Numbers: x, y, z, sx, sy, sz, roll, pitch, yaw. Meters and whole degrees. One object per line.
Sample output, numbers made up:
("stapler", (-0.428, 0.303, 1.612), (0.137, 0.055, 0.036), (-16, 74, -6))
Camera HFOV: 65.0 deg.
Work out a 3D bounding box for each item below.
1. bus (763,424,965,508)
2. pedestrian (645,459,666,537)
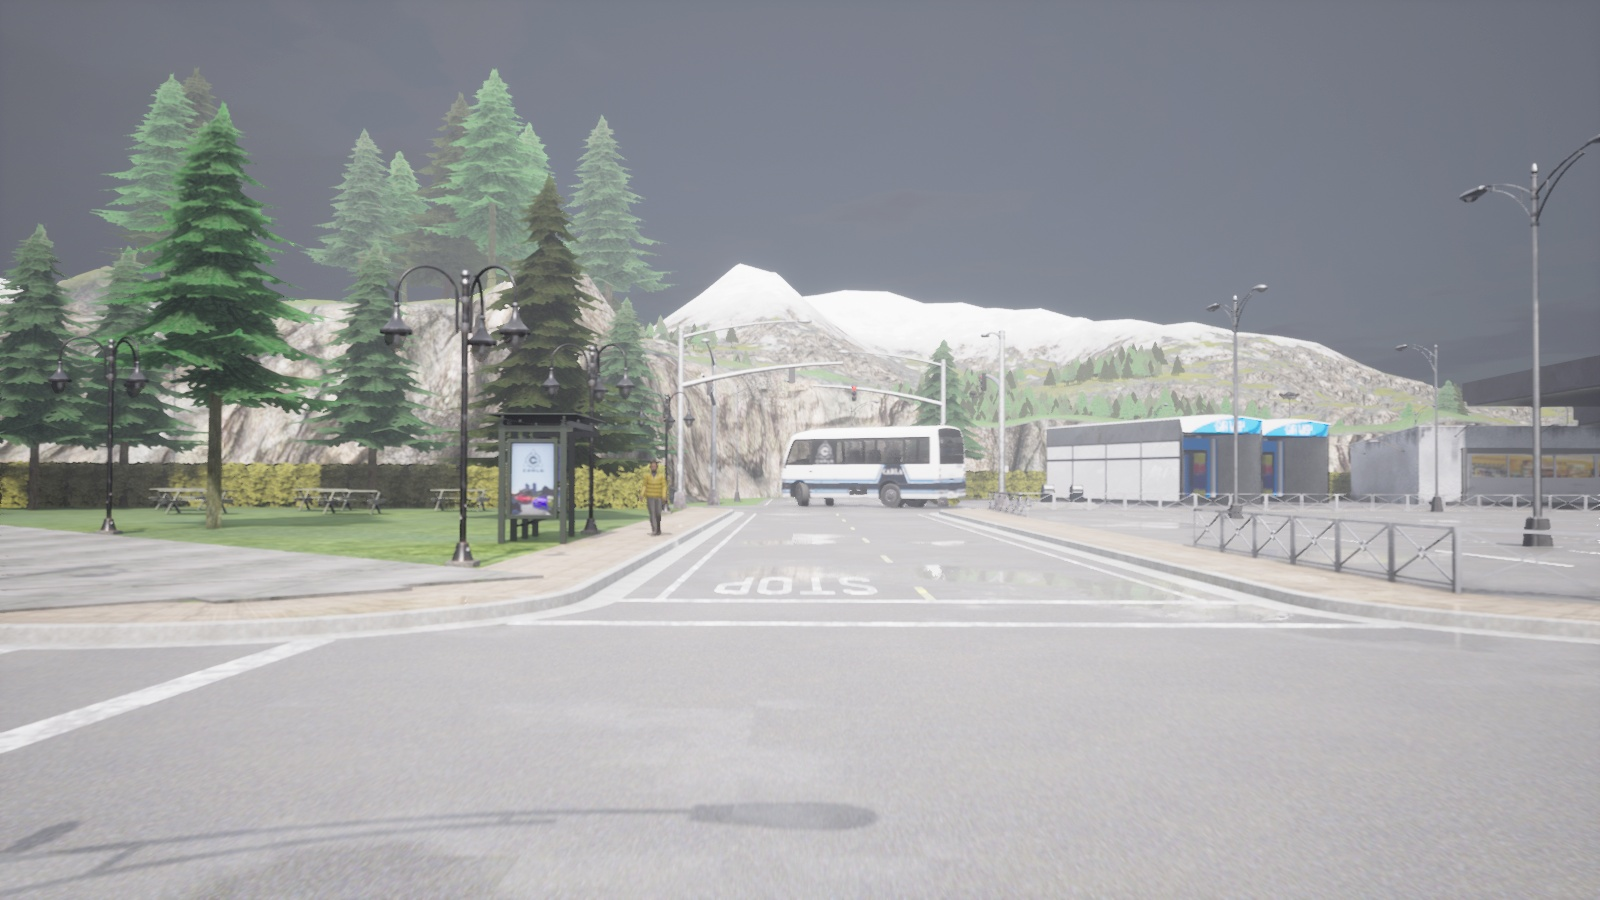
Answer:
("bus", (3.342, 0.899, 67.646), (10.273, 4.253, 3.944), (-1, -1, 35))
("pedestrian", (-3.434, 1.141, 29.875), (0.431, 1.840, 0.709), (0, -1, -2))
